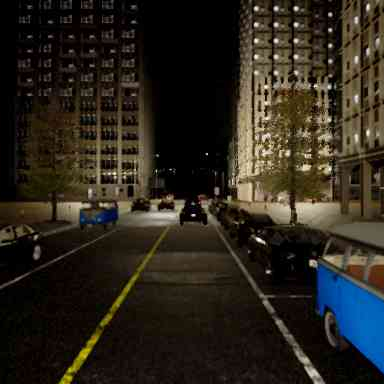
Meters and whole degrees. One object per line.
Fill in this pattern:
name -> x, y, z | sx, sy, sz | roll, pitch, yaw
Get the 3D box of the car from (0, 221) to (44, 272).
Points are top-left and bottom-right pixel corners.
car -> -5.689, 1.548, 9.251 | 2.008, 1.369, 4.403 | 0, 0, 0

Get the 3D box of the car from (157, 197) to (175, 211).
car -> -3.005, 1.573, 39.576 | 1.895, 1.301, 4.718 | 0, 0, 0

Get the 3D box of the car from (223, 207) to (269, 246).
car -> 2.692, 1.562, 14.920 | 1.947, 1.339, 4.313 | 0, 0, 0

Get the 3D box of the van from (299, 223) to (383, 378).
van -> 2.692, 1.341, 3.583 | 1.690, 1.788, 3.998 | 0, 0, 0

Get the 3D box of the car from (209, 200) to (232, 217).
car -> 2.693, 1.508, 32.098 | 1.752, 1.417, 4.829 | 0, 0, 0

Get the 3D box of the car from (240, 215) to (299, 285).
car -> 2.692, 1.564, 9.252 | 1.947, 1.339, 4.313 | 0, 0, 0

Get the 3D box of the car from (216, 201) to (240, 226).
car -> 2.693, 1.518, 20.759 | 1.752, 1.417, 4.829 | 0, 0, 0

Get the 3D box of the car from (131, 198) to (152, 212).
car -> -5.687, 1.415, 37.594 | 1.967, 1.590, 4.097 | 0, 0, 0

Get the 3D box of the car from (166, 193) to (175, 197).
car -> -5.780, 1.314, 86.857 | 1.967, 1.590, 4.097 | 0, 0, 0

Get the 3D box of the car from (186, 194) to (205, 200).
car -> 0.101, 1.324, 40.314 | 2.097, 1.767, 4.553 | 0, 0, 0

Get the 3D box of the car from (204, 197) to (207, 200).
car -> 2.693, 1.526, 37.595 | 2.008, 1.369, 4.403 | 0, 0, 0

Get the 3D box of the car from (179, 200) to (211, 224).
car -> 0.101, 1.552, 24.710 | 1.994, 1.385, 4.181 | 0, 0, 0

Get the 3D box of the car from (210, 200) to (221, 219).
car -> 2.693, 1.539, 26.257 | 2.008, 1.369, 4.403 | 0, 0, 0

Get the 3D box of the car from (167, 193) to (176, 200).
car -> -5.713, 1.171, 92.542 | 2.192, 1.841, 5.009 | 0, 0, 0

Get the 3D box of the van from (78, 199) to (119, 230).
van -> -5.688, 1.334, 20.588 | 1.690, 1.788, 3.998 | 0, 0, 0
